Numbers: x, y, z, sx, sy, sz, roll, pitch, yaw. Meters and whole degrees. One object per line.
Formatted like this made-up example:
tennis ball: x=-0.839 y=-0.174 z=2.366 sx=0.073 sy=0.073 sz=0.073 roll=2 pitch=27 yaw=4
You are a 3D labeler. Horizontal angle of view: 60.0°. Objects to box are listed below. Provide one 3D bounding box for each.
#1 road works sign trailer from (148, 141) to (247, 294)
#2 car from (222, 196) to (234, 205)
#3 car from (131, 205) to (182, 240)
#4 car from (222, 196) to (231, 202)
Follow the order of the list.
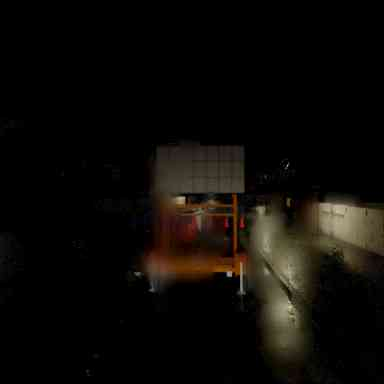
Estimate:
road works sign trailer: x=0.228 y=0.470 z=8.849 sx=2.380 sy=3.560 sz=2.880 roll=0 pitch=0 yaw=5
car: x=6.490 y=1.672 z=58.736 sx=2.033 sy=1.411 sz=5.357 roll=0 pitch=0 yaw=10
car: x=-1.710 y=1.499 z=17.486 sx=1.882 sy=1.535 sz=5.008 roll=0 pitch=0 yaw=7
car: x=9.066 y=1.833 z=87.893 sx=1.895 sy=1.301 sz=4.718 roll=0 pitch=0 yaw=0
